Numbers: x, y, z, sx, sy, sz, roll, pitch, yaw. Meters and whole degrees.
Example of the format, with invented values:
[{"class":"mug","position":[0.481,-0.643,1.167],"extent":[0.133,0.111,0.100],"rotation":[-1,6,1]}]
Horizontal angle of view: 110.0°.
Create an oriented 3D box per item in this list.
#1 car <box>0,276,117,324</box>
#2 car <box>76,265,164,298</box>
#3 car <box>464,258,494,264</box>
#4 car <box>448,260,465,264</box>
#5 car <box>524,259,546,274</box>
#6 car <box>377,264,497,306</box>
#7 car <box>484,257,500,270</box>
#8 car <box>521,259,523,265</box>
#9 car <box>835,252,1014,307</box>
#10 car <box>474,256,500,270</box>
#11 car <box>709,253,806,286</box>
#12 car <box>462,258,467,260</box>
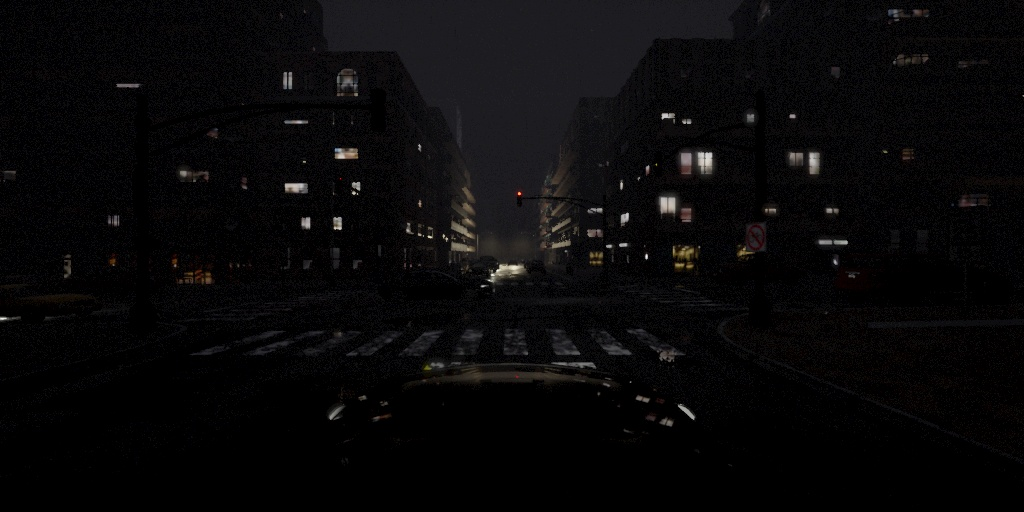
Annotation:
[{"class":"car","position":[-17.608,1.585,12.815],"extent":[4.829,1.417,1.751],"rotation":[0,0,0]},{"class":"car","position":[-23.560,1.462,21.123],"extent":[5.009,1.841,2.192],"rotation":[0,0,0]},{"class":"car","position":[-3.036,1.233,34.102],"extent":[1.882,1.535,5.008],"rotation":[0,0,0]},{"class":"car","position":[-5.623,1.322,35.117],"extent":[1.948,1.339,4.313],"rotation":[0,0,0]},{"class":"car","position":[2.769,1.198,40.785],"extent":[1.967,1.591,4.097],"rotation":[0,0,0]},{"class":"car","position":[-3.250,1.278,15.501],"extent":[4.902,1.511,2.128],"rotation":[-1,0,0]},{"class":"car","position":[-2.979,1.116,54.416],"extent":[2.097,1.767,4.553],"rotation":[0,0,0]},{"class":"car","position":[2.803,1.348,57.832],"extent":[1.802,1.307,4.207],"rotation":[0,0,0]},{"class":"car","position":[14.733,0.775,13.032],"extent":[5.009,1.841,2.192],"rotation":[0,0,0]},{"class":"car","position":[-3.014,0.981,44.083],"extent":[2.150,2.045,5.566],"rotation":[0,0,0]},{"class":"car","position":[14.615,0.759,21.412],"extent":[5.009,1.841,2.192],"rotation":[0,0,0]},{"class":"car","position":[-5.612,1.283,40.630],"extent":[1.751,1.417,4.829],"rotation":[0,0,0]}]
